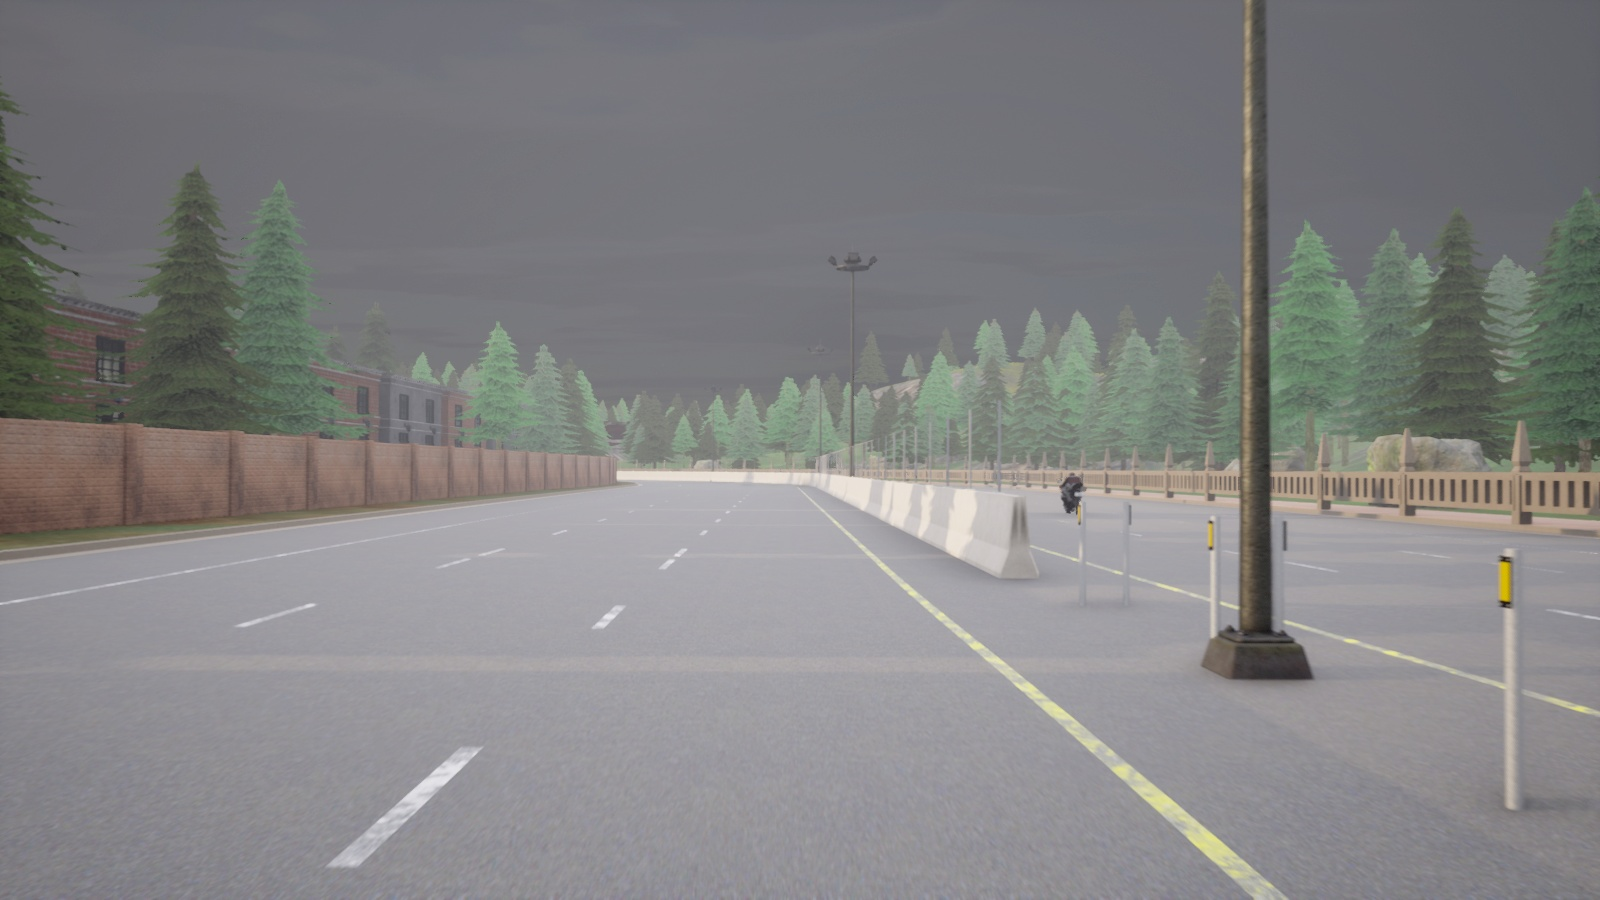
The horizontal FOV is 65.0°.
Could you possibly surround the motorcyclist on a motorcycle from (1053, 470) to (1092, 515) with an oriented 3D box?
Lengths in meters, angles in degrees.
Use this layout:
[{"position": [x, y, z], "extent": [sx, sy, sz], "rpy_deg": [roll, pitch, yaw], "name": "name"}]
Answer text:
[{"position": [9.668, 1.490, 44.574], "extent": [0.866, 1.530, 2.191], "rpy_deg": [0, -1, -1], "name": "motorcyclist on a motorcycle"}]
